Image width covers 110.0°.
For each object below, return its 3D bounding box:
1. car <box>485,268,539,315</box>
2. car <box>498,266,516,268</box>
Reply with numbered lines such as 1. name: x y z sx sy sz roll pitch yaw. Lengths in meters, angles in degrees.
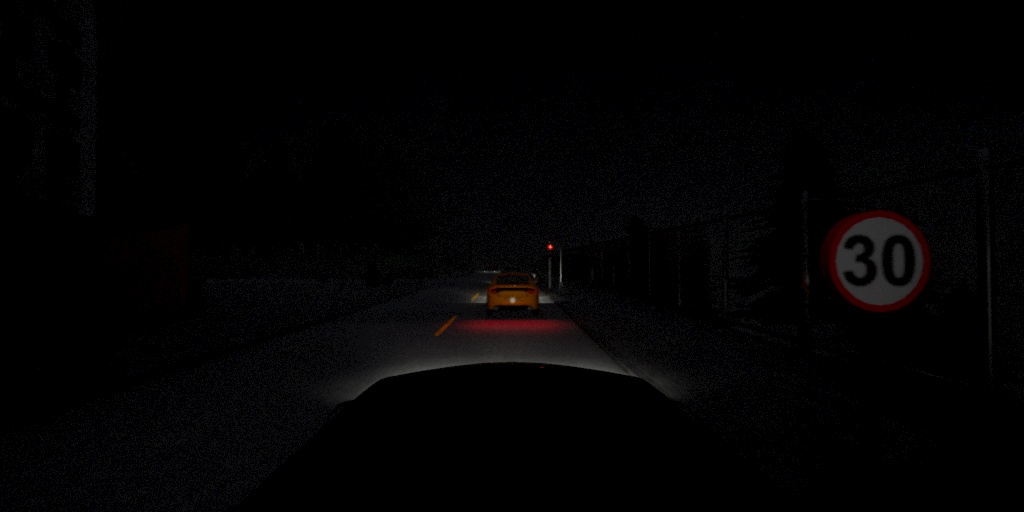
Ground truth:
1. car: 0.046 1.405 14.520 1.882 1.535 5.008 0 -2 0
2. car: 0.047 1.664 29.792 1.812 1.442 4.674 0 -1 1
